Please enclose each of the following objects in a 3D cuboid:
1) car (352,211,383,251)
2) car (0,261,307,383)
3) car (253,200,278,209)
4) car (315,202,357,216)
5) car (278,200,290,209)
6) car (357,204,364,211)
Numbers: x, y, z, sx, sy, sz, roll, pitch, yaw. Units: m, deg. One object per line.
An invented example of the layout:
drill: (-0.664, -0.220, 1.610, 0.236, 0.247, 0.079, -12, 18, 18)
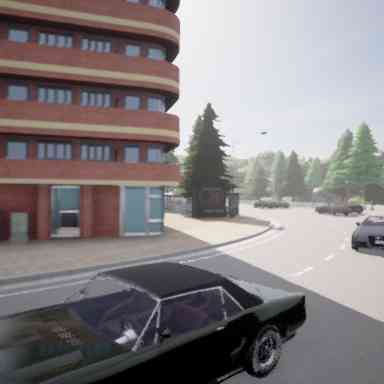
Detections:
car: (8.143, 1.745, 14.346, 1.994, 1.385, 4.181, 0, -1, 31)
car: (-0.675, 1.631, 3.886, 4.718, 1.301, 1.895, 1, -1, -41)
car: (12.077, 2.085, 56.360, 1.837, 1.490, 4.892, 1, -1, -16)
car: (16.530, 2.003, 39.055, 2.033, 1.411, 5.357, 0, 0, -7)
car: (15.031, 2.166, 58.452, 2.033, 1.411, 5.357, 1, -1, -16)
car: (19.376, 1.978, 41.977, 1.882, 1.535, 5.008, 0, 0, -10)
